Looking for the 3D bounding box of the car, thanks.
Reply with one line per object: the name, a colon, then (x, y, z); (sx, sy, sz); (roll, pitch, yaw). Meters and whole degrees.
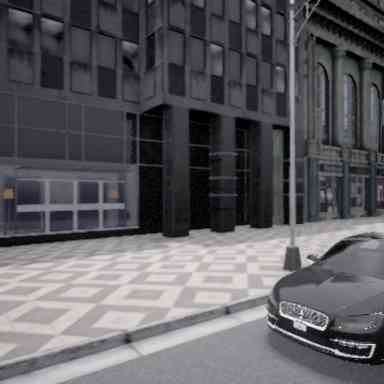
car: (3.391, 1.517, 5.812); (4.892, 1.490, 1.837); (0, 0, -36)
